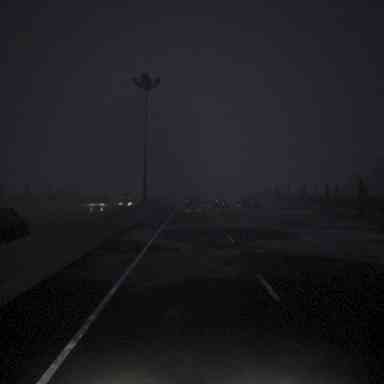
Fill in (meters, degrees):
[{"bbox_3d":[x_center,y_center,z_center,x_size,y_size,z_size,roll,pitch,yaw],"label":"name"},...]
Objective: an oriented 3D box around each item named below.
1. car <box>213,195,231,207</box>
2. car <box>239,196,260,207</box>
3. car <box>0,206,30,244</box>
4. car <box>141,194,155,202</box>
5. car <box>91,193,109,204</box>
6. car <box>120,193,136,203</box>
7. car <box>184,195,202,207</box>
[{"bbox_3d":[3.603,1.099,41.169,1.812,1.442,4.674,0,1,0],"label":"car"},{"bbox_3d":[7.104,1.135,41.394,1.994,1.385,4.181,0,1,0],"label":"car"},{"bbox_3d":[-7.099,1.260,10.531,2.097,1.767,4.553,0,1,0],"label":"car"},{"bbox_3d":[-7.055,0.987,53.912,2.033,1.411,5.357,0,0,1],"label":"car"},{"bbox_3d":[-14.064,0.968,51.081,1.837,1.490,4.892,0,1,0],"label":"car"},{"bbox_3d":[-10.550,0.914,54.880,1.882,1.535,5.008,0,0,0],"label":"car"},{"bbox_3d":[0.104,1.098,41.209,1.812,1.442,4.674,0,1,0],"label":"car"}]
